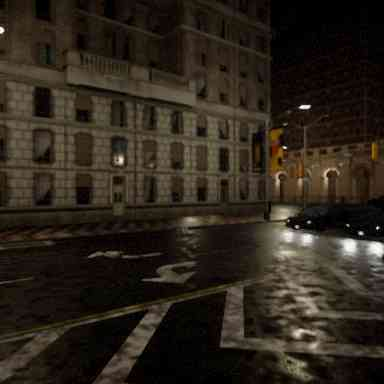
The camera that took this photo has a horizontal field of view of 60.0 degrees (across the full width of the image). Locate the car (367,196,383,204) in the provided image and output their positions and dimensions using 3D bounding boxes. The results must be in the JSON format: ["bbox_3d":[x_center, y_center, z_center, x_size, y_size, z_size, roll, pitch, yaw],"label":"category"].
[{"bbox_3d":[25.695,1.238,44.069,2.097,1.767,4.553,0,0,-30],"label":"car"}]

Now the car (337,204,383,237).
[{"bbox_3d":[9.916,1.504,16.830,5.357,1.411,2.033,0,0,-36],"label":"car"}]

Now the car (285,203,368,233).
[{"bbox_3d":[7.868,1.504,19.671,5.357,1.411,2.033,0,0,-36],"label":"car"}]
